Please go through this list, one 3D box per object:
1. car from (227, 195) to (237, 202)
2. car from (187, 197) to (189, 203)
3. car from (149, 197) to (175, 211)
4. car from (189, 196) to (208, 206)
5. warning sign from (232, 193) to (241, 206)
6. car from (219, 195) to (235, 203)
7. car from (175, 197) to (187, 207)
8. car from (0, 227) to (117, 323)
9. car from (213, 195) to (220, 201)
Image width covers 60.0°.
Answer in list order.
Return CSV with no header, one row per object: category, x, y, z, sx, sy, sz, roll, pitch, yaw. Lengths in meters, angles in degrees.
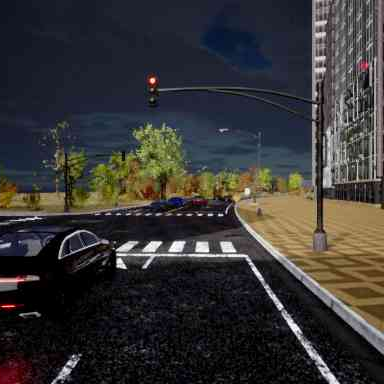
car,9.658,1.500,80.412,1.882,1.535,5.008,0,0,14
car,-0.761,1.555,62.214,2.033,1.411,5.357,0,0,11
car,-3.909,1.548,41.487,2.033,1.411,5.357,0,0,7
car,1.364,1.358,54.312,2.097,1.767,4.553,0,0,9
warning sign,6.482,1.123,48.260,1.300,1.860,1.060,0,0,8
car,7.521,1.494,70.155,1.882,1.535,5.008,0,0,12
car,-2.504,1.481,51.705,1.882,1.535,5.008,0,0,9
car,-2.989,1.491,7.163,2.128,1.511,4.902,0,0,1
car,6.365,1.497,80.602,1.882,1.535,5.008,0,0,14
